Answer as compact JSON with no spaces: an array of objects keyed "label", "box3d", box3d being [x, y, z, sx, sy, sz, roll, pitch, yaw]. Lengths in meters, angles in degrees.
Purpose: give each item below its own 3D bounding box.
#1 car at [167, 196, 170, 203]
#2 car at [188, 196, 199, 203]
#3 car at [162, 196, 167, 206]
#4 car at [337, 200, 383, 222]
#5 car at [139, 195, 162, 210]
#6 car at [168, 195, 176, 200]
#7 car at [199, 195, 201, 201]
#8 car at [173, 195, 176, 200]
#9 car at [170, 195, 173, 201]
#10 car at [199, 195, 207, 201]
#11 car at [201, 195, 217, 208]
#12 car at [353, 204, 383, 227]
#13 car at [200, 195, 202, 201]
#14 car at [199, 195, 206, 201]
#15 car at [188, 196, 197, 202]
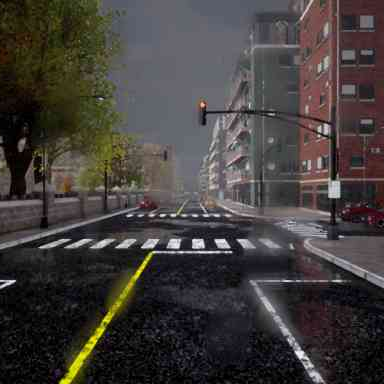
[{"label":"car","box3d":[-5.623,1.566,60.483,1.887,1.381,4.507,0,0,0]},{"label":"car","box3d":[0.084,1.575,69.182,2.033,1.411,5.357,0,0,0]},{"label":"car","box3d":[-5.629,1.457,54.948,1.967,1.590,4.097,0,0,0]},{"label":"car","box3d":[14.648,1.590,27.282,5.009,1.841,2.192,1,-1,0]},{"label":"car","box3d":[-5.642,1.324,43.878,2.192,1.841,5.009,0,0,0]},{"label":"car","box3d":[-5.585,1.578,93.524,1.752,1.417,4.829,0,0,0]},{"label":"car","box3d":[2.758,1.572,60.475,2.008,1.369,4.403,0,0,0]},{"label":"car","box3d":[-5.597,1.623,82.624,1.802,1.307,4.206,0,0,0]},{"label":"car","box3d":[-5.610,1.612,71.553,1.802,1.307,4.206,0,0,0]},{"label":"car","box3d":[2.783,1.585,82.615,1.887,1.381,4.507,0,0,0]},{"label":"car","box3d":[2.745,1.538,49.574,1.752,1.417,4.829,0,0,0]},{"label":"car","box3d":[14.693,1.850,24.677,4.181,1.385,1.994,1,0,0]},{"label":"car","box3d":[2.752,1.561,54.939,1.887,1.381,4.507,0,0,0]},{"label":"car","box3d":[2.789,1.591,88.150,1.887,1.381,4.507,0,0,0]},{"label":"car","box3d":[0.094,1.590,79.593,1.994,1.385,4.181,0,0,0]}]
